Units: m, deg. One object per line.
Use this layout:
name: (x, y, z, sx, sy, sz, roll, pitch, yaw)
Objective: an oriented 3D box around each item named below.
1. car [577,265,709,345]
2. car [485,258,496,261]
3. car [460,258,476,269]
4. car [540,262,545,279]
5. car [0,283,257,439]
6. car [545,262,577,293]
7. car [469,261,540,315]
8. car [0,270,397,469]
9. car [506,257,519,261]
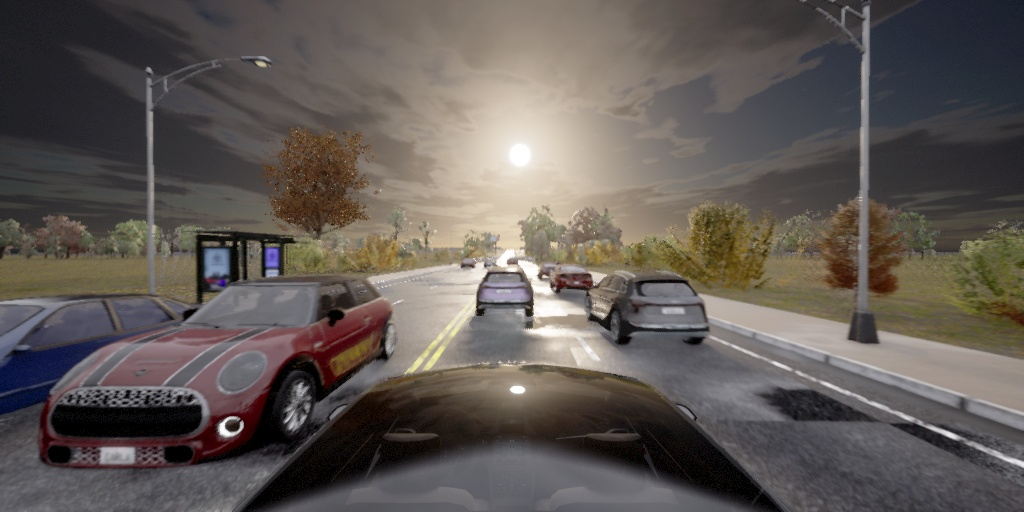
car: (3.247, 1.167, 9.480, 2.033, 1.649, 4.856, 0, 0, 0)
car: (-3.286, 1.110, 54.540, 2.128, 1.511, 4.902, 0, 0, 0)
car: (-6.540, 1.097, 53.872, 1.882, 1.535, 5.008, 0, 0, 0)
car: (3.238, 1.210, 31.481, 1.812, 1.442, 4.674, 0, 0, 0)
car: (-6.600, 1.291, 5.161, 2.033, 1.411, 5.357, 0, 0, 0)
car: (3.243, 1.189, 20.481, 1.882, 1.535, 5.008, 0, 0, 0)
car: (-0.201, 1.158, 13.428, 2.033, 1.649, 4.856, 0, 0, 1)
car: (-3.350, 1.095, 5.287, 2.097, 1.767, 4.553, 0, 0, 0)
car: (0.063, 0.943, 63.084, 2.097, 1.767, 4.553, 0, 0, 0)
